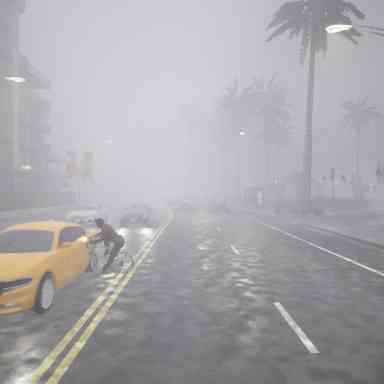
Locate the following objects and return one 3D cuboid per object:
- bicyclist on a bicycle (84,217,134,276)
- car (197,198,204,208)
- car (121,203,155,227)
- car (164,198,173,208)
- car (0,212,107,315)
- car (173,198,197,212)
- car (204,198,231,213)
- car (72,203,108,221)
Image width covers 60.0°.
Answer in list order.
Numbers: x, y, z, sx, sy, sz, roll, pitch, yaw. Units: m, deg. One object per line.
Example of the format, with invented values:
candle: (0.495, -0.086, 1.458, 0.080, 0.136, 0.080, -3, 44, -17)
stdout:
bicyclist on a bicycle: (-2.331, 1.450, 8.817, 1.656, 1.620, 0.582, 6, 20, -7)
car: (1.264, 1.547, 46.945, 2.033, 1.411, 5.357, 0, 0, -14)
car: (-3.675, 1.525, 23.192, 1.812, 1.442, 4.674, 0, 0, 0)
car: (-2.791, 1.526, 48.343, 1.812, 1.442, 4.674, 0, 0, -16)
car: (-3.658, 1.477, 7.856, 1.882, 1.535, 5.008, 0, 0, -1)
car: (-0.887, 1.526, 38.646, 1.812, 1.442, 4.674, 0, 0, -7)
car: (2.881, 1.601, 36.966, 1.895, 1.301, 4.718, 0, 0, -6)
car: (-7.174, 1.525, 23.169, 1.812, 1.442, 4.674, 0, 0, 0)
